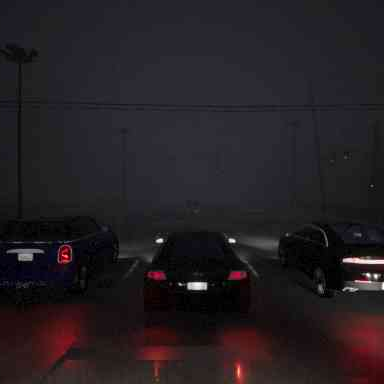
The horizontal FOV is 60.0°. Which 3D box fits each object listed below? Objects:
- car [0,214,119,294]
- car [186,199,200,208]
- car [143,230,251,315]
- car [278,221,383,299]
[{"bbox_3d":[-3.407,1.352,8.939,2.097,1.767,4.553,0,0,0],"label":"car"},{"bbox_3d":[0.074,1.601,46.420,1.895,1.301,4.718,0,0,0],"label":"car"},{"bbox_3d":[0.091,1.564,7.646,1.994,1.385,4.181,0,0,0],"label":"car"},{"bbox_3d":[3.594,1.492,8.458,2.128,1.511,4.902,0,0,0],"label":"car"}]
